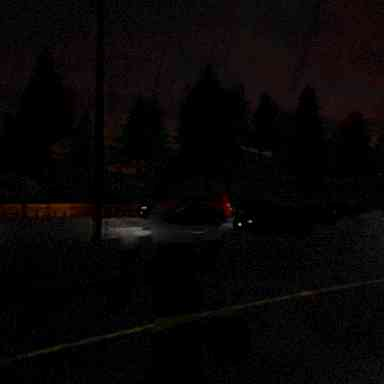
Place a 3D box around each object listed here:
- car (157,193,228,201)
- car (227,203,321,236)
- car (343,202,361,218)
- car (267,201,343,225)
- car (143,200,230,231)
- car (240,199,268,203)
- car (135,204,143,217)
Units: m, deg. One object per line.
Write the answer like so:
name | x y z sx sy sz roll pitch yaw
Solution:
car | 0.082 1.083 23.456 5.566 2.045 2.150 1 0 -22
car | 4.299 1.479 17.619 4.181 1.385 1.994 0 0 -21
car | 11.222 1.471 27.123 4.718 1.301 1.895 0 0 -15
car | 7.553 1.469 22.326 4.181 1.385 1.994 0 0 -18
car | -0.167 1.400 19.455 4.674 1.442 1.812 0 0 -24
car | 5.237 1.360 29.022 4.892 1.490 1.837 0 0 -18
car | -2.160 1.178 26.302 4.553 1.767 2.097 0 0 -22
